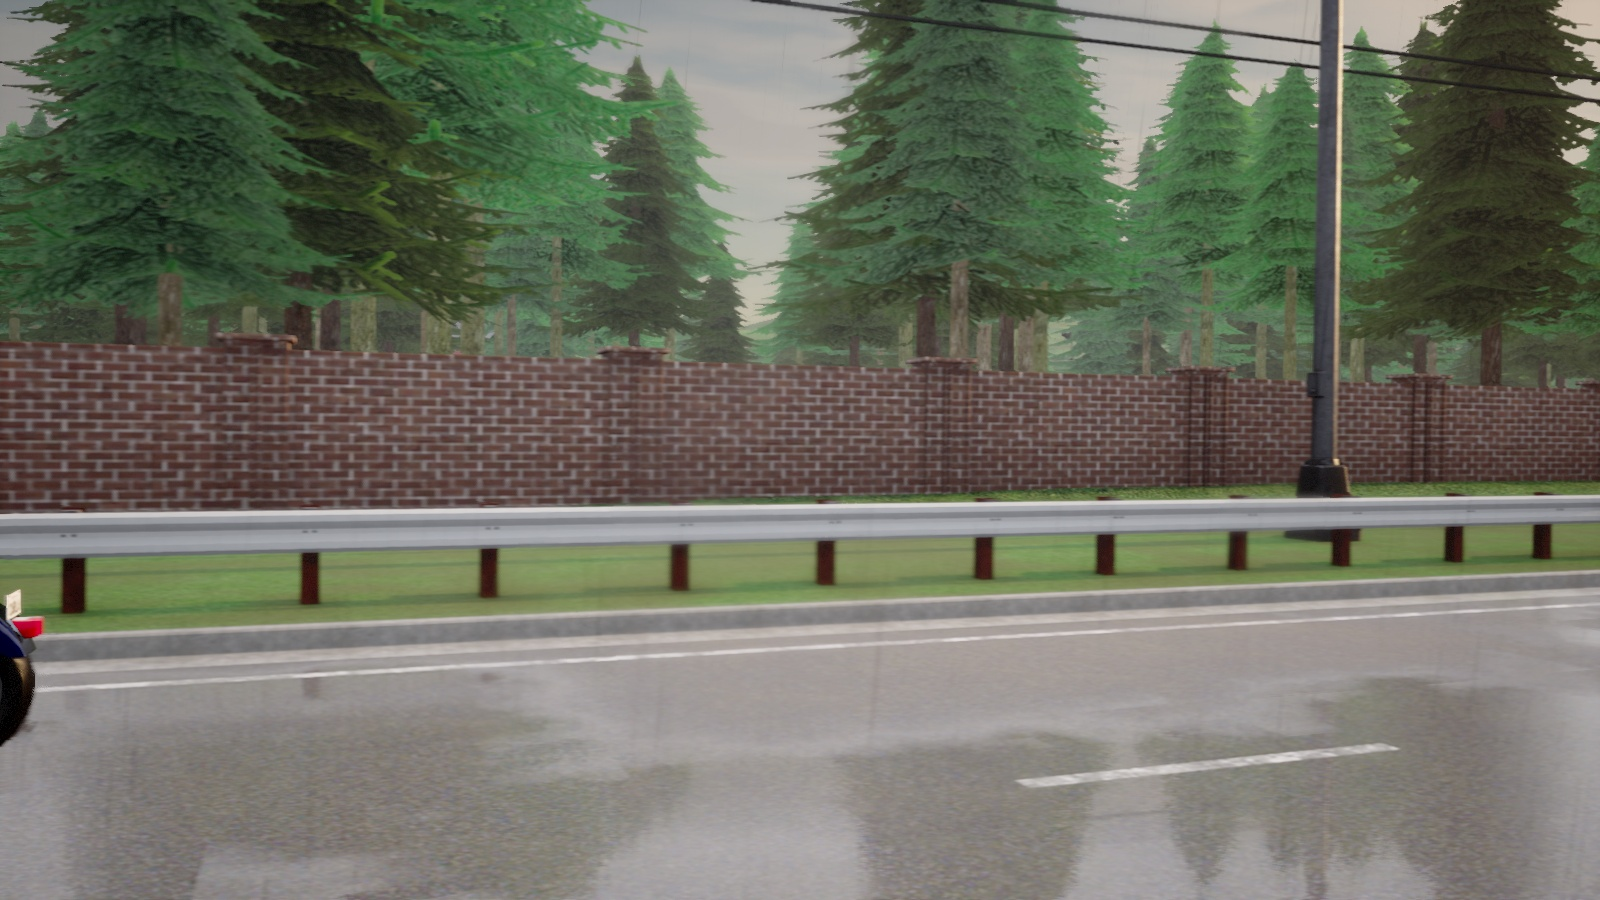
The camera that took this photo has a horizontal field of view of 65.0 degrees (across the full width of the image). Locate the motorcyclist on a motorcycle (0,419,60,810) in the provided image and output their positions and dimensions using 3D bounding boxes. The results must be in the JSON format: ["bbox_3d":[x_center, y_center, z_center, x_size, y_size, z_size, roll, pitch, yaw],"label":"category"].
[{"bbox_3d":[-4.537,0.712,5.260,2.350,1.649,0.766,-1,1,-21],"label":"motorcyclist on a motorcycle"}]
